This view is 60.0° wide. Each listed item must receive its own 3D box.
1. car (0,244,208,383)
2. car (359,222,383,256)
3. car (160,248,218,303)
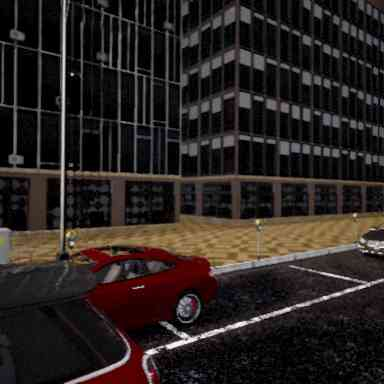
[{"bbox_3d":[-2.377,1.347,1.681,4.553,1.767,2.097,0,0,-35],"label":"car"},{"bbox_3d":[7.810,1.608,12.124,4.403,1.369,2.008,0,0,-35],"label":"car"},{"bbox_3d":[-1.460,1.591,5.513,4.206,1.307,1.802,0,0,-35],"label":"car"}]
